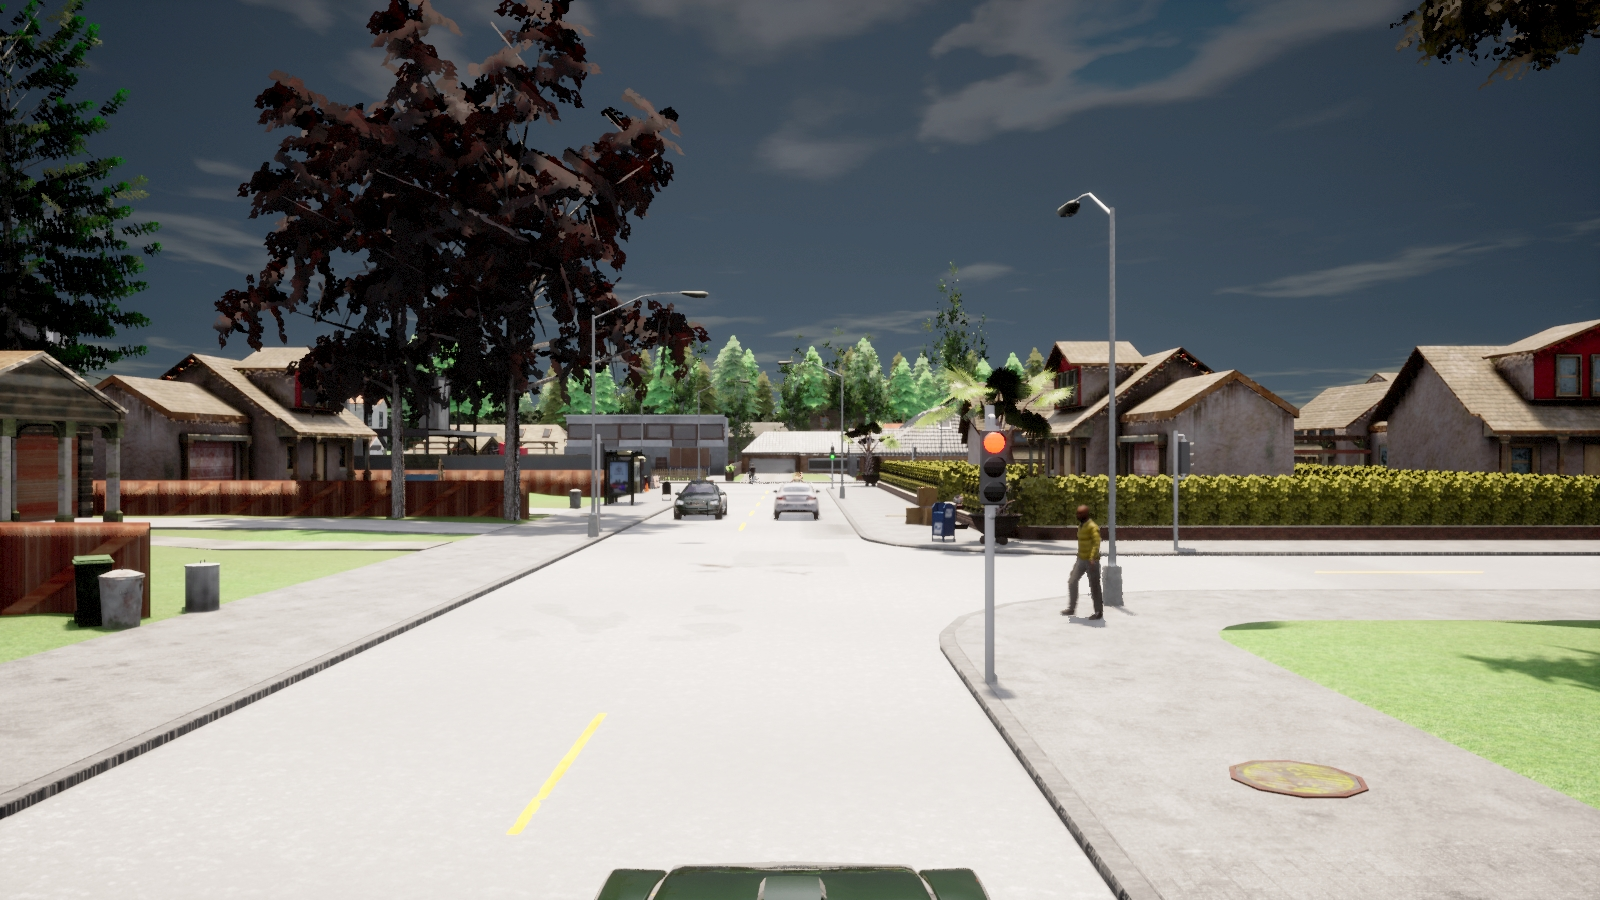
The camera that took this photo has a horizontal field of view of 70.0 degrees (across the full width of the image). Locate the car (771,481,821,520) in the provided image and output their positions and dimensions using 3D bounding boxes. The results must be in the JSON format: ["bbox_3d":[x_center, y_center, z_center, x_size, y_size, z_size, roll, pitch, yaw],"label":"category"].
[{"bbox_3d":[-0.143,2.081,47.993,2.002,1.442,4.674,0,0,0],"label":"car"}]

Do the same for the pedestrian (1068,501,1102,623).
[{"bbox_3d":[4.453,1.743,17.848,0.375,1.860,0.375,0,0,-21],"label":"pedestrian"}]

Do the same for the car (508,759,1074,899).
[{"bbox_3d":[-0.028,2.155,3.193,1.895,1.301,4.718,0,0,0],"label":"car"}]

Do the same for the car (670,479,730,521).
[{"bbox_3d":[-4.107,2.038,47.608,2.038,1.542,4.974,0,0,0],"label":"car"}]
